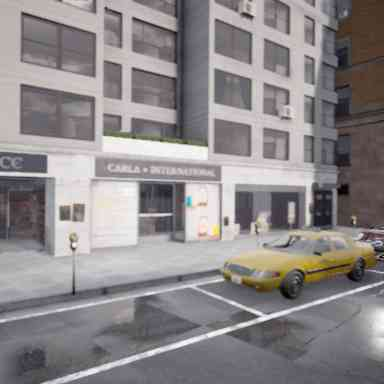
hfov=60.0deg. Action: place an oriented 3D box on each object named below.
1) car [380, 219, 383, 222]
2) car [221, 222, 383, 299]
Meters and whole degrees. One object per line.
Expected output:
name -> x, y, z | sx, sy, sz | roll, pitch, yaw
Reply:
car -> 7.567, 1.588, 11.940 | 4.097, 1.590, 1.967 | 1, -1, -36
car -> 2.932, 1.608, 8.629 | 4.829, 1.417, 1.752 | 1, -1, -36
